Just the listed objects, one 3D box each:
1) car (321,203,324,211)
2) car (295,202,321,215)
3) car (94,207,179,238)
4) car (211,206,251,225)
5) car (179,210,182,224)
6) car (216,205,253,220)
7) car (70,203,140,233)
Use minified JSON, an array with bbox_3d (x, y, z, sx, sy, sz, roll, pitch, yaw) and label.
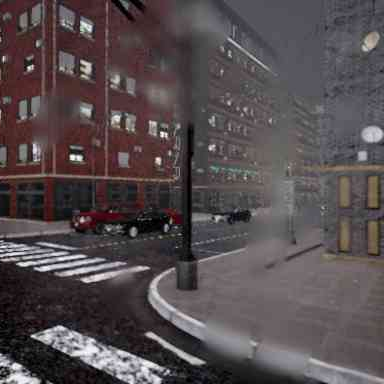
[{"bbox_3d":[24.408,2.773,63.070,1.887,1.381,4.507,-1,-2,35],"label":"car"},{"bbox_3d":[15.898,2.250,46.426,2.097,1.767,4.553,0,-1,36],"label":"car"},{"bbox_3d":[-3.103,1.812,19.791,1.837,1.490,4.892,0,-1,34],"label":"car"},{"bbox_3d":[3.472,2.003,29.025,2.128,1.511,4.902,0,-1,35],"label":"car"},{"bbox_3d":[-1.939,1.948,25.896,1.887,1.381,4.507,-1,-2,35],"label":"car"},{"bbox_3d":[4.550,2.131,35.052,1.752,1.417,4.829,-1,-2,35],"label":"car"},{"bbox_3d":[-5.232,1.615,21.255,2.192,1.841,5.009,-1,-2,35],"label":"car"}]
